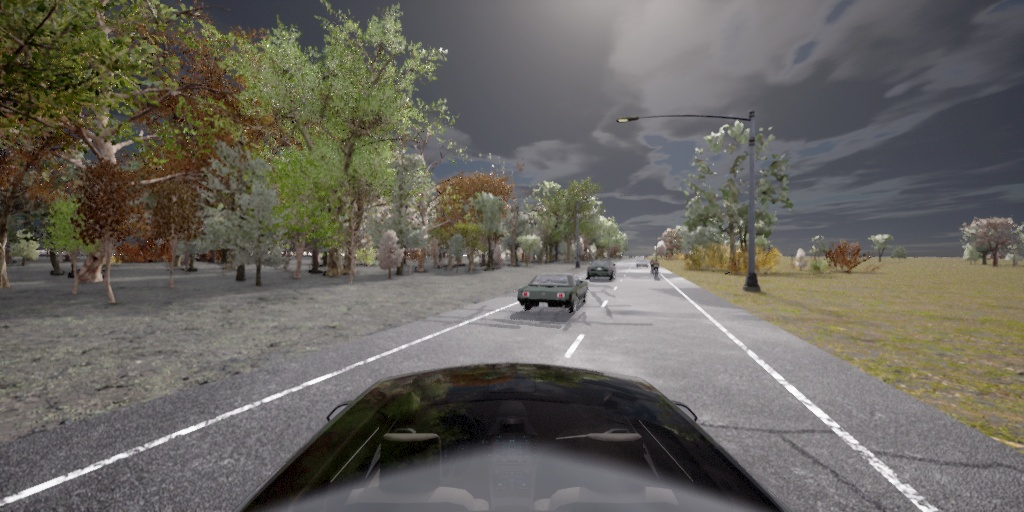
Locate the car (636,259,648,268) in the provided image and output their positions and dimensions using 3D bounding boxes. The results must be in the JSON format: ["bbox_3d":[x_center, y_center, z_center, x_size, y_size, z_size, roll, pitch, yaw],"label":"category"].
[{"bbox_3d":[22.317,1.275,61.466,1.895,1.301,4.718,0,0,20],"label":"car"}]

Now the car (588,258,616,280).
[{"bbox_3d":[7.751,1.060,30.840,2.097,1.767,4.553,0,0,20],"label":"car"}]

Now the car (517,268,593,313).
[{"bbox_3d":[1.803,1.331,14.054,1.895,1.301,4.718,0,0,20],"label":"car"}]

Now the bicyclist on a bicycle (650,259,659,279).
[{"bbox_3d":[12.309,1.166,30.627,0.582,1.620,1.656,0,0,19],"label":"bicyclist on a bicycle"}]
